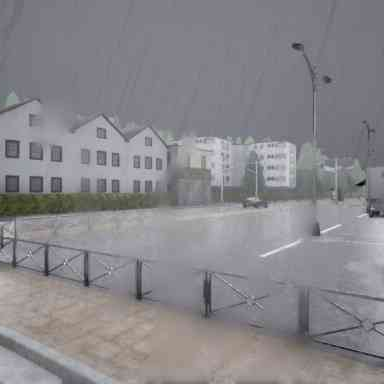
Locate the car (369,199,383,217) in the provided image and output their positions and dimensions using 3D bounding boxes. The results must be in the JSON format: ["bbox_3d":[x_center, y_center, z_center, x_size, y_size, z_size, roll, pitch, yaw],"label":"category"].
[{"bbox_3d":[15.516,1.298,26.748,2.007,1.523,4.514,0,0,35],"label":"car"}]

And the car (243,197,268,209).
[{"bbox_3d":[8.138,1.334,42.783,1.812,1.442,4.674,0,0,36],"label":"car"}]
